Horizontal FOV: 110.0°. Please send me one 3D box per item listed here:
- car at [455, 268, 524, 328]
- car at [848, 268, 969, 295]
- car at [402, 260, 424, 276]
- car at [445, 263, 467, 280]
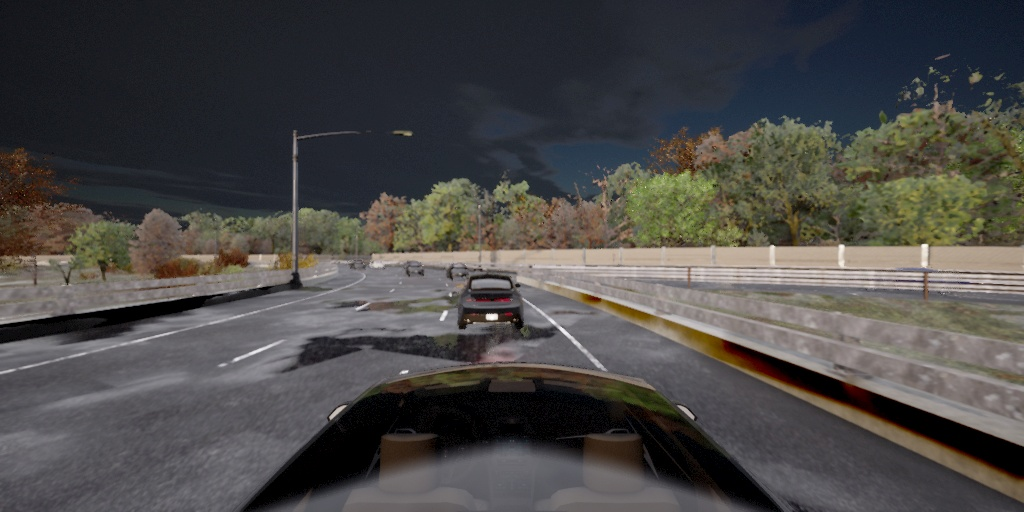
[{"bbox_3d":[-0.744,1.322,11.650,1.837,1.490,4.892,0,0,-5],"label":"car"},{"bbox_3d":[23.836,1.446,21.808,5.008,1.535,1.882,1,0,32],"label":"car"},{"bbox_3d":[-11.325,1.512,41.308,2.128,1.511,4.902,0,0,-21],"label":"car"},{"bbox_3d":[-5.373,1.464,34.803,2.128,1.511,4.902,0,0,-17],"label":"car"}]
